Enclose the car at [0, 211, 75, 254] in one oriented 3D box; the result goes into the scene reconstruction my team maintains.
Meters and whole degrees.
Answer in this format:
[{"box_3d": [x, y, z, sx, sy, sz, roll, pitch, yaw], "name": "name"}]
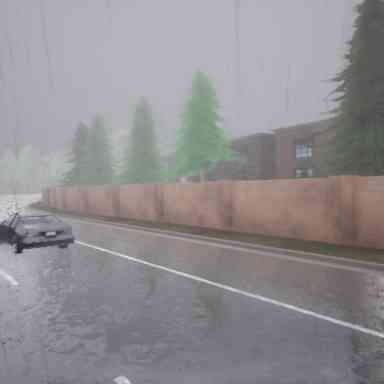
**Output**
[{"box_3d": [-6.465, 1.484, 13.405, 2.033, 1.411, 5.357, -1, 1, -40], "name": "car"}]
